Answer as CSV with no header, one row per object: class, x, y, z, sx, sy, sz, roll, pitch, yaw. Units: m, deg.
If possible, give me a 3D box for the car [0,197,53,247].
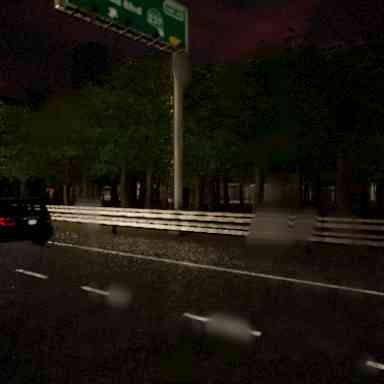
car,-8.148,1.225,13.977,5.566,2.045,2.150,0,0,35
